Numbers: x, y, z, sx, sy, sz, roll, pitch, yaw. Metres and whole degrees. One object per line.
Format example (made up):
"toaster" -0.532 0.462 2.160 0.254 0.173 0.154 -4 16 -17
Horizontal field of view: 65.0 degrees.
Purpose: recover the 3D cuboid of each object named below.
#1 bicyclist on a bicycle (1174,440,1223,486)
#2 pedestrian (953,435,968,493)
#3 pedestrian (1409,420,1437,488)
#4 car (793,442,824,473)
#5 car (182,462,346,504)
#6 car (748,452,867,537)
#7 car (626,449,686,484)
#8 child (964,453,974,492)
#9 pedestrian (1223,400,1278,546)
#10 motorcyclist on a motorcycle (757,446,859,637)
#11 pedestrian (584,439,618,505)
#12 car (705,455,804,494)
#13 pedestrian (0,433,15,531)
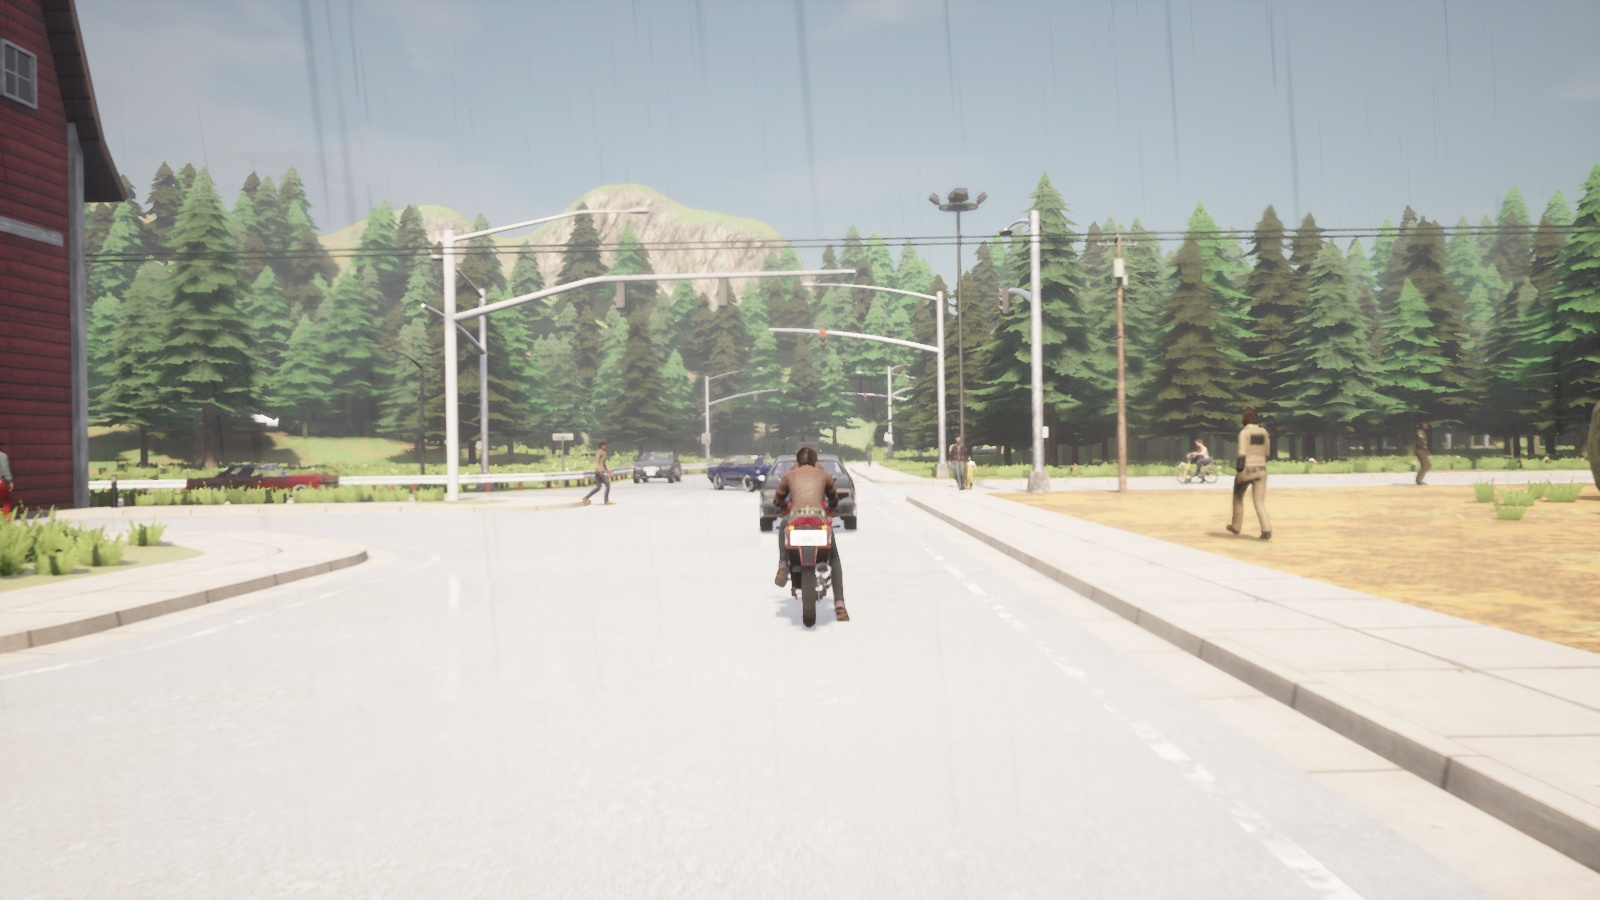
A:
"bicyclist on a bicycle" 14.329 0.458 45.184 1.509 1.612 0.866 -1 0 2
"pedestrian" 5.157 0.449 40.378 0.376 1.854 0.720 -1 0 13
"pedestrian" 17.778 0.119 35.823 0.692 1.930 0.395 -1 0 26
"car" 0.546 0.447 79.533 1.905 1.878 3.866 -1 0 1
"car" -18.084 1.104 42.476 4.718 1.301 1.895 -1 0 1
"car" 0.154 0.776 24.375 2.033 1.411 5.357 -1 0 0
"car" -6.646 0.742 58.459 2.128 1.511 4.902 -1 0 1
"child" 5.590 0.730 41.429 0.270 1.263 0.437 -1 0 3
"pedestrian" 6.110 0.303 17.035 0.396 1.930 0.692 -1 0 -9
"motorcyclist on a motorcycle" 0.069 0.733 11.082 0.797 1.523 2.044 -1 0 0
"pedestrian" -5.487 0.595 34.671 0.869 1.805 0.328 -1 0 -4
"car" -1.727 0.846 45.787 1.895 1.301 4.718 -1 0 -25
"pedestrian" -15.166 0.601 23.654 0.353 1.847 0.614 -1 0 1
